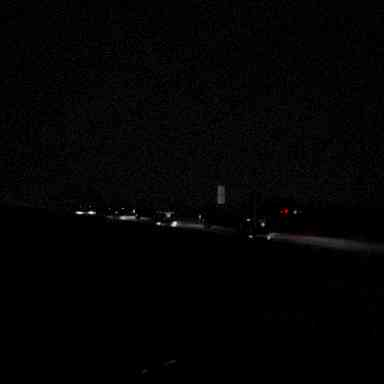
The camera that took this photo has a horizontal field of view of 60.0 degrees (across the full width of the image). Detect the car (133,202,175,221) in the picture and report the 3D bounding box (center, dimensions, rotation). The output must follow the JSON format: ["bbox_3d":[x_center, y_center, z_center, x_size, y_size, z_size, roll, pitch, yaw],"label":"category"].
[{"bbox_3d":[-3.284,1.630,28.193,2.128,1.511,4.902,1,-1,-36],"label":"car"}]

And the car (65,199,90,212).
[{"bbox_3d":[-14.942,1.830,44.407,1.837,1.490,4.892,1,-1,-36],"label":"car"}]

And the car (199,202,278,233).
[{"bbox_3d":[2.440,1.555,20.341,2.128,1.511,4.902,1,-1,-37],"label":"car"}]

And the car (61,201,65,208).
[{"bbox_3d":[-21.505,2.024,58.460,1.882,1.535,5.008,1,-1,-36],"label":"car"}]

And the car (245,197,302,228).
[{"bbox_3d":[4.679,1.342,22.479,2.150,2.045,5.566,1,-1,-37],"label":"car"}]

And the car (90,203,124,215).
[{"bbox_3d":[-9.090,1.829,36.243,1.895,1.301,4.718,1,-1,-36],"label":"car"}]
